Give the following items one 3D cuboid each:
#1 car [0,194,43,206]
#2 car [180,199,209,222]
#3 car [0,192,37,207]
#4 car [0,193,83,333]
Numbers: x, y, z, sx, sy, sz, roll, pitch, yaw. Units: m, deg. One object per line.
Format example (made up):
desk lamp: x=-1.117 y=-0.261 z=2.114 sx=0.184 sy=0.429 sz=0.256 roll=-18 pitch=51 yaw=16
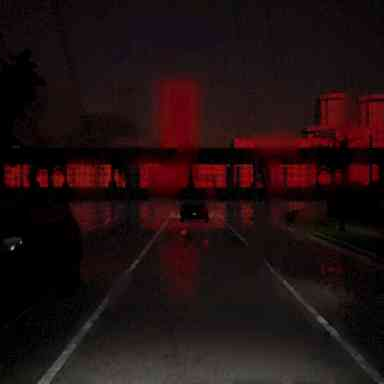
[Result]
car: x=-22.819 y=1.039 z=44.681 sx=4.892 sy=1.490 sz=1.837 roll=0 pitch=1 yaw=2
car: x=0.169 y=1.230 z=23.798 sx=1.882 sy=1.535 sz=5.008 roll=0 pitch=1 yaw=0
car: x=-21.902 y=0.923 z=41.145 sx=4.553 sy=1.767 sz=2.097 roll=0 pitch=1 yaw=2
car: x=-3.568 y=1.158 z=5.414 sx=2.150 sy=2.045 sz=5.566 roll=0 pitch=1 yaw=0
